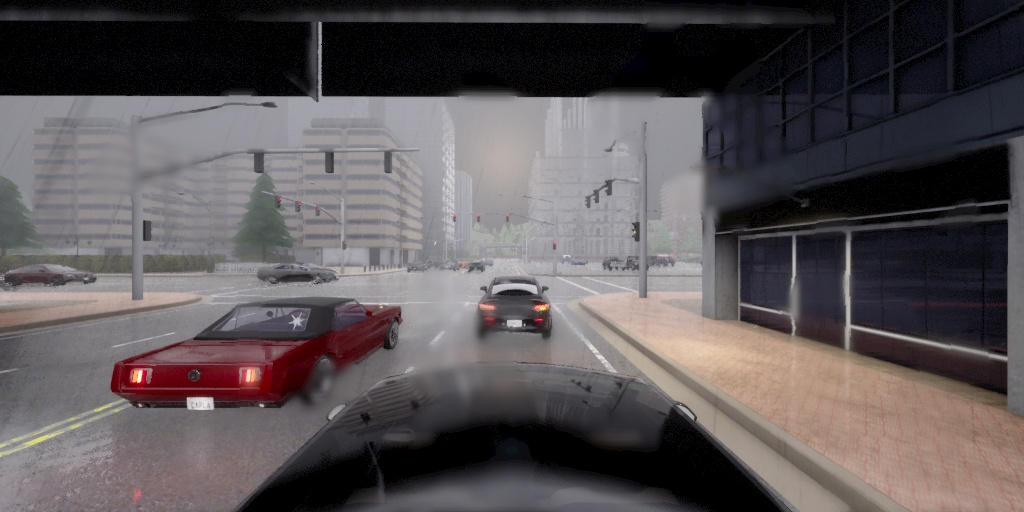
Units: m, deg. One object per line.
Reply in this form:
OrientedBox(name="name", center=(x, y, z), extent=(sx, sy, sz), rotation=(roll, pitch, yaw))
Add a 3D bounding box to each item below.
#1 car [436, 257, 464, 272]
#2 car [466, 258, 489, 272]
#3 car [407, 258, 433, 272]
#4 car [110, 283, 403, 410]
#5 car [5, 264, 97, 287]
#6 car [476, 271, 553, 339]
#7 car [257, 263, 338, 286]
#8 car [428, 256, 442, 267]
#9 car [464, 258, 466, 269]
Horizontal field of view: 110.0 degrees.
OrientedBox(name="car", center=(-8.115, 1.241, 47.368), extent=(2.128, 1.511, 4.902), rotation=(0, 0, 0))
OrientedBox(name="car", center=(-4.433, 1.255, 46.076), extent=(1.837, 1.490, 4.892), rotation=(0, 0, 0))
OrientedBox(name="car", center=(-11.589, 1.314, 44.572), extent=(1.994, 1.385, 4.181), rotation=(0, 0, 0))
OrientedBox(name="car", center=(-3.441, 1.351, 6.201), extent=(1.895, 1.301, 4.718), rotation=(0, 0, 0))
OrientedBox(name="car", center=(-31.101, 1.275, 24.214), extent=(4.674, 1.442, 1.812), rotation=(0, 0, 0))
OrientedBox(name="car", center=(0.070, 1.276, 9.967), extent=(1.812, 1.442, 4.674), rotation=(0, 0, 0))
OrientedBox(name="car", center=(-14.790, 1.242, 24.926), extent=(4.902, 1.511, 2.128), rotation=(0, 0, -10))
OrientedBox(name="car", center=(-11.666, 0.971, 53.929), extent=(2.150, 2.045, 5.566), rotation=(0, 0, -1))
OrientedBox(name="car", center=(-8.183, 1.102, 56.280), extent=(2.097, 1.767, 4.553), rotation=(0, 0, 0))
